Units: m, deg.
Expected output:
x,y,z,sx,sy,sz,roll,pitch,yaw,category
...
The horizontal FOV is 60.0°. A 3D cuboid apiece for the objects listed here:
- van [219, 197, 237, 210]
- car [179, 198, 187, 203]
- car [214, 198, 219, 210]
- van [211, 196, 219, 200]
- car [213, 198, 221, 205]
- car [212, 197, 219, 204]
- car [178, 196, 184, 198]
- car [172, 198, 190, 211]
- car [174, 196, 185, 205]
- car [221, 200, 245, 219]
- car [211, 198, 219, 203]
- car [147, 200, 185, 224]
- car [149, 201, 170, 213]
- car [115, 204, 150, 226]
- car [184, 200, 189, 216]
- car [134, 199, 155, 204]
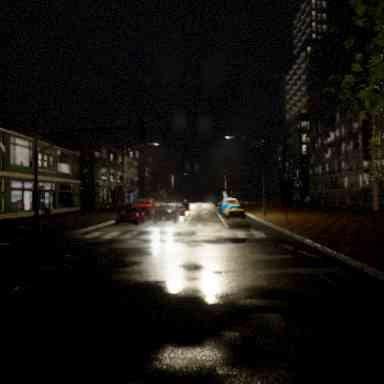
x,y,z,sx,sy,sz,roll,pitch,yaw,category
4.135,1.581,36.320,1.690,1.788,3.998,0,0,2,van
-2.360,2.204,86.384,1.752,1.417,4.829,0,0,2,car
4.554,1.872,47.412,2.008,1.369,4.403,0,0,2,car
5.392,1.824,69.601,1.690,1.788,3.998,0,0,2,van
5.609,2.050,75.316,1.752,1.417,4.829,0,0,2,car
4.974,1.968,58.505,1.947,1.339,4.313,0,0,2,car
-2.982,2.108,69.913,2.008,1.369,4.403,0,0,2,car
-1.258,1.927,46.316,1.994,1.385,4.181,-1,0,2,car
-2.773,1.913,75.461,2.192,1.841,5.009,0,0,2,car
3.933,1.726,30.941,1.752,1.417,4.829,0,0,2,car
6.020,2.171,86.240,1.947,1.339,4.313,0,0,2,car
-1.999,1.715,27.213,2.128,1.511,4.902,-1,0,3,car
-4.029,1.906,42.178,2.008,1.369,4.403,0,0,2,car
-4.657,1.816,25.537,1.802,1.307,4.206,0,0,2,car
-1.662,1.854,36.337,1.994,1.385,4.181,-1,0,2,car
-4.449,1.589,31.086,2.192,1.841,5.009,0,0,2,car
